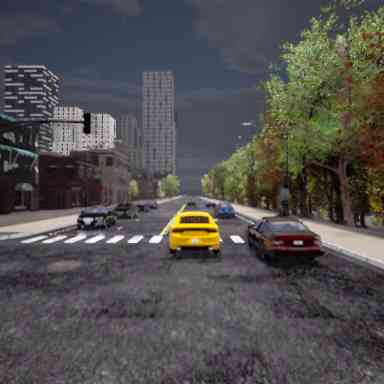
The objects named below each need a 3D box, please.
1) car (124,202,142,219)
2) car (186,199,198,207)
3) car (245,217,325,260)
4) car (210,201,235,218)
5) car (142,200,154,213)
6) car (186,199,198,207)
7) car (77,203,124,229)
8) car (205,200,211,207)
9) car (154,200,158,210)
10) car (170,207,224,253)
[{"bbox_3d":[-6.573,1.815,33.103,1.837,1.490,4.892,0,-1,0],"label":"car"},{"bbox_3d":[-0.006,2.096,65.052,2.128,1.511,4.902,0,-1,0],"label":"car"},{"bbox_3d":[3.348,1.671,12.986,2.033,1.411,5.357,0,-1,0],"label":"car"},{"bbox_3d":[3.349,1.872,34.681,2.033,1.411,5.357,0,-1,0],"label":"car"},{"bbox_3d":[-6.504,1.964,42.839,1.994,1.385,4.181,0,-1,0],"label":"car"},{"bbox_3d":[-0.006,2.000,54.633,2.128,1.511,4.902,0,-1,0],"label":"car"},{"bbox_3d":[-6.609,1.714,23.629,2.128,1.511,4.902,0,-1,1],"label":"car"},{"bbox_3d":[3.284,2.149,58.962,1.895,1.301,4.718,0,-1,1],"label":"car"},{"bbox_3d":[-6.504,2.043,53.261,2.033,1.411,5.357,0,-1,0],"label":"car"},{"bbox_3d":[0.100,1.614,14.385,1.882,1.535,5.008,0,-1,0],"label":"car"}]
